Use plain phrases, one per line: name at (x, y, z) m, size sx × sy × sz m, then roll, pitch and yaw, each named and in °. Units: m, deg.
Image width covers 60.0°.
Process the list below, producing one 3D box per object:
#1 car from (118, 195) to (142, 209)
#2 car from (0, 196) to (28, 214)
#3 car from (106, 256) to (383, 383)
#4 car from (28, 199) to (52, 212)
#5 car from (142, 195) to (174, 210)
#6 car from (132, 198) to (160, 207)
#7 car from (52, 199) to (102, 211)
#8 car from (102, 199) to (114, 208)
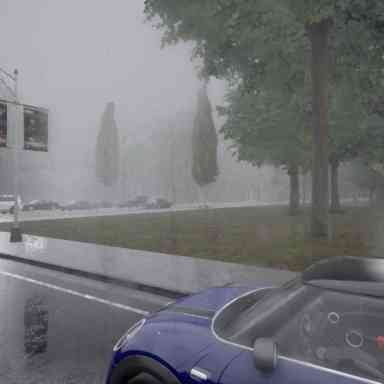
car at (-9.132, 1.514, 52.631) m, size 2.150 × 2.045 × 5.566 m, roll 0°, pitch 0°, yaw 36°
car at (-21.085, 1.399, 35.563) m, size 2.150 × 2.045 × 5.566 m, roll 0°, pitch 0°, yaw 34°
car at (1.394, 1.352, 2.694) m, size 4.553 × 1.767 × 2.097 m, roll 0°, pitch 0°, yaw 36°
car at (-19.779, 1.695, 43.090) m, size 1.882 × 1.535 × 5.008 m, roll 0°, pitch 0°, yaw 35°
car at (-4.513, 1.623, 47.564) m, size 2.097 × 1.767 × 4.553 m, roll 0°, pitch 0°, yaw 35°
car at (-8.150, 1.836, 59.652) m, size 2.128 × 1.511 × 4.902 m, roll 0°, pitch 0°, yaw 36°
car at (-15.121, 1.778, 44.079) m, size 2.033 × 1.411 × 5.357 m, roll 0°, pitch 0°, yaw 35°
car at (-14.096, 1.837, 51.209) m, size 1.994 × 1.385 × 4.181 m, roll 0°, pitch 0°, yaw 35°
